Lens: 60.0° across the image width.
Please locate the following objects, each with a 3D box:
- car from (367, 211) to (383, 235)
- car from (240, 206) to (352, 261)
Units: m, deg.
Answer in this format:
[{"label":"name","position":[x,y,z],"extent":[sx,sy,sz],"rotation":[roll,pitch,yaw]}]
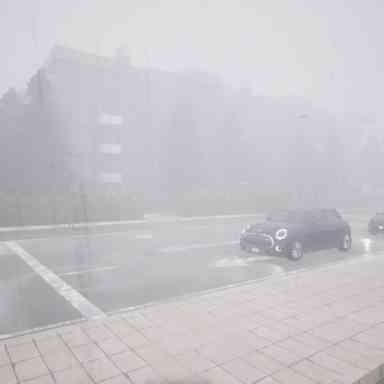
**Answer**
[{"label":"car","position":[11.233,1.504,17.711],"extent":[4.892,1.490,1.837],"rotation":[0,0,-36]},{"label":"car","position":[3.920,1.352,12.406],"extent":[4.553,1.767,2.097],"rotation":[0,0,-36]}]
